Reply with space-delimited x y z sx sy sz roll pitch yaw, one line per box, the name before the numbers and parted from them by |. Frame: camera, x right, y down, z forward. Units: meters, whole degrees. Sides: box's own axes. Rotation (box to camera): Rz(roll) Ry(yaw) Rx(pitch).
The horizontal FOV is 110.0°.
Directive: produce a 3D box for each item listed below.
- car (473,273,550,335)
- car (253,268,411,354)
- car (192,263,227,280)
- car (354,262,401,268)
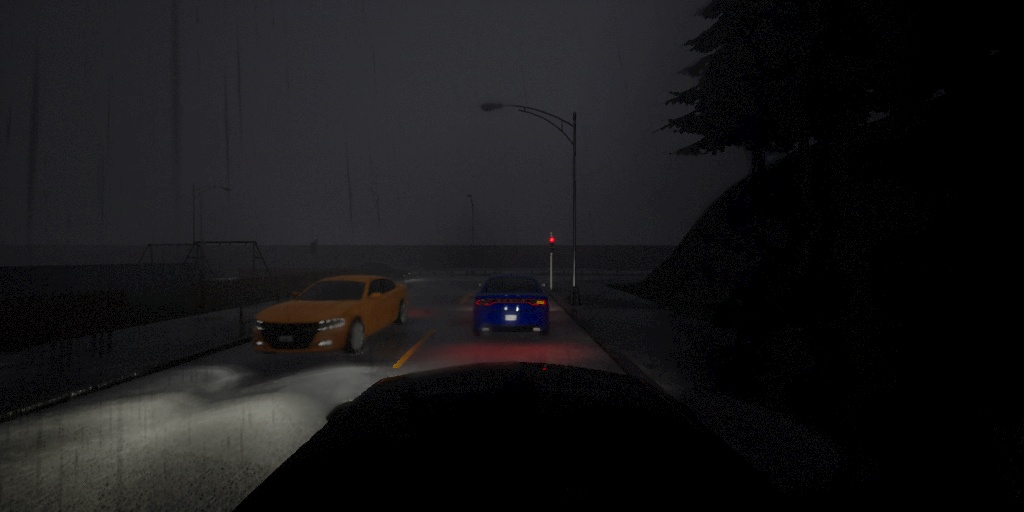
car | -0.004 1.228 10.492 1.882 1.535 5.008 0 0 0
car | -4.090 1.227 8.994 1.882 1.535 5.008 0 0 0
car | -26.899 1.314 30.548 4.181 1.385 1.994 0 0 0
car | -11.044 1.256 30.360 4.892 1.490 1.837 0 0 6
